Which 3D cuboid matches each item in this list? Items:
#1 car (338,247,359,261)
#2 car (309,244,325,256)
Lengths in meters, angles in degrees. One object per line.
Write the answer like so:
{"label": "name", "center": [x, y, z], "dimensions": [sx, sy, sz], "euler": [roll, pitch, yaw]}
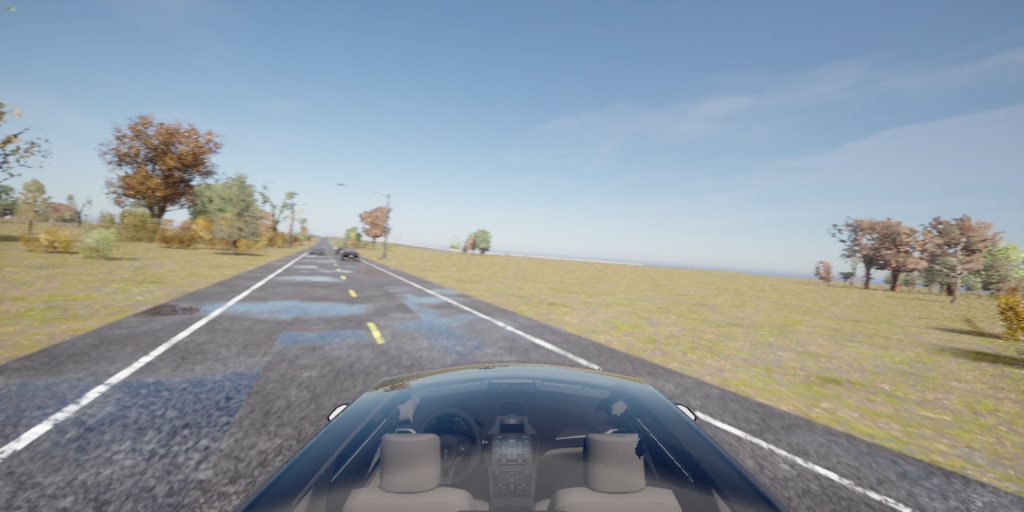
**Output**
{"label": "car", "center": [-20.107, -0.211, 44.482], "dimensions": [1.882, 1.535, 5.008], "euler": [4, 0, -28]}
{"label": "car", "center": [-28.783, -0.755, 53.154], "dimensions": [1.994, 1.385, 4.181], "euler": [4, 0, -27]}
